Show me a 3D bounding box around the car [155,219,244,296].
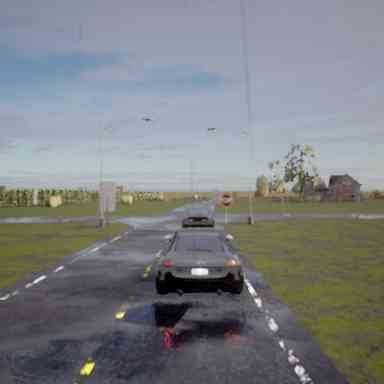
[{"bbox_3d":[0.178,1.651,8.925,1.994,1.385,4.181,0,-1,0],"label":"car"}]

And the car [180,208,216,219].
[{"bbox_3d":[0.366,1.697,19.782,1.837,1.490,4.892,0,-1,1],"label":"car"}]
